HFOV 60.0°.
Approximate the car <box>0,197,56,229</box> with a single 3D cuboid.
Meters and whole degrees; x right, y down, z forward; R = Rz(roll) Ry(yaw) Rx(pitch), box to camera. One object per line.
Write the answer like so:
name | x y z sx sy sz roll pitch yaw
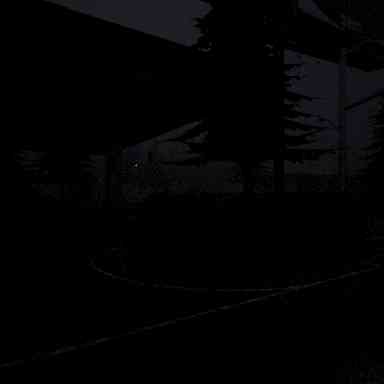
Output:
car | -11.854 1.313 23.546 3.866 1.878 1.905 0 0 -36
